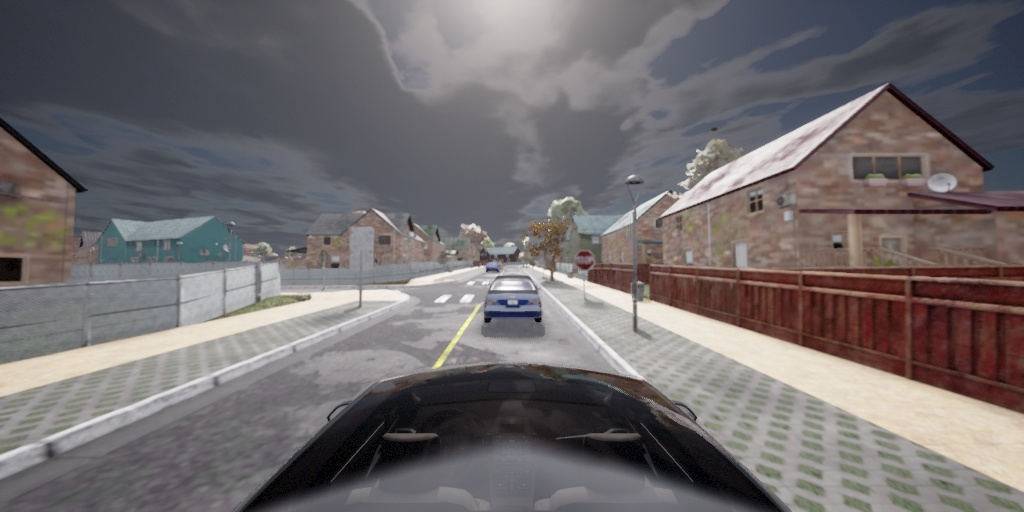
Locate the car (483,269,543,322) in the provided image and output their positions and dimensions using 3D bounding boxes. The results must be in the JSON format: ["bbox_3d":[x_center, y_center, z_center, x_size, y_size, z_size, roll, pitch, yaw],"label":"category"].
[{"bbox_3d":[0.040,1.364,12.536,2.033,1.411,5.357,0,0,0],"label":"car"}]

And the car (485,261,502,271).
[{"bbox_3d":[-2.833,1.617,52.178,1.882,1.535,5.008,0,0,0],"label":"car"}]
